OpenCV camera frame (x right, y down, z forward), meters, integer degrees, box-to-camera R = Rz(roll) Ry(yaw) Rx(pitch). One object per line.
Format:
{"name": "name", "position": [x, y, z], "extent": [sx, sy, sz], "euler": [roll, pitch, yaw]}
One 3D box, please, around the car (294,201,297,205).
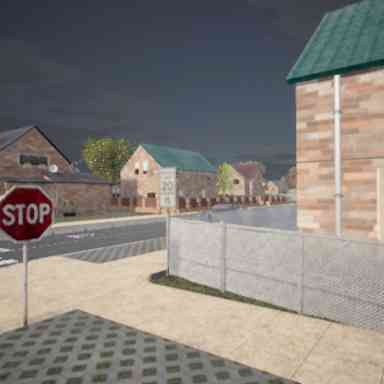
{"name": "car", "position": [15.734, 1.428, 45.711], "extent": [2.033, 1.411, 5.357], "euler": [-1, 0, 36]}

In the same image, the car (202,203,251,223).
{"name": "car", "position": [2.733, 1.445, 23.353], "extent": [2.033, 1.411, 5.357], "euler": [-1, 0, 36]}
